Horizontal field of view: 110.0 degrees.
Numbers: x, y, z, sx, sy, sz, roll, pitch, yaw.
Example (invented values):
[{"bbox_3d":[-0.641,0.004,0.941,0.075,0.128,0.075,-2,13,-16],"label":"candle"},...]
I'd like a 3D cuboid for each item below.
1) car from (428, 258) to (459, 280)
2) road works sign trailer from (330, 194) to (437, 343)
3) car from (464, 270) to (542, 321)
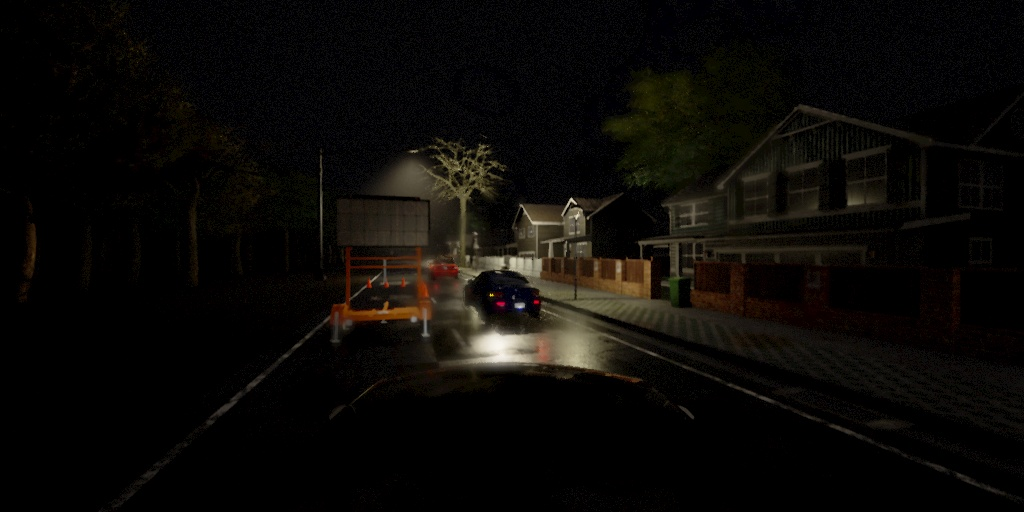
[{"bbox_3d":[-5.693,0.954,29.453,2.097,1.767,4.553,0,0,-17],"label":"car"},{"bbox_3d":[-3.466,0.172,9.801,2.380,3.560,2.880,0,0,-17],"label":"road works sign trailer"},{"bbox_3d":[-0.449,1.214,12.280,1.812,1.442,4.674,0,0,-17],"label":"car"}]
